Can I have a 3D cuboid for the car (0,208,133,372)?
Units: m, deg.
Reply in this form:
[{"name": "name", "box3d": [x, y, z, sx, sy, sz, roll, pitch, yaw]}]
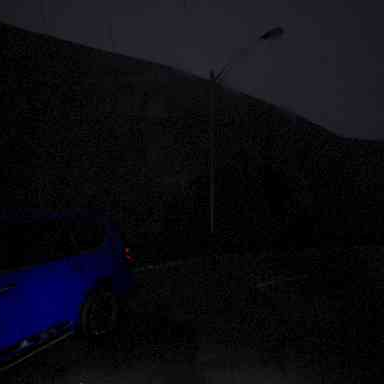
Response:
[{"name": "car", "box3d": [-2.918, 1.256, 4.090, 2.150, 2.045, 5.566, -1, -1, 23]}]
